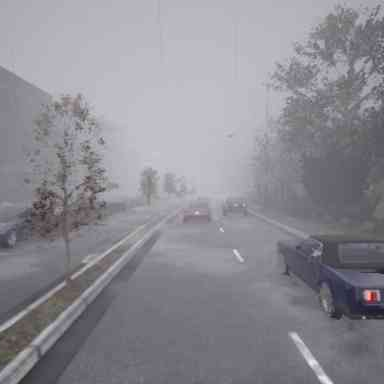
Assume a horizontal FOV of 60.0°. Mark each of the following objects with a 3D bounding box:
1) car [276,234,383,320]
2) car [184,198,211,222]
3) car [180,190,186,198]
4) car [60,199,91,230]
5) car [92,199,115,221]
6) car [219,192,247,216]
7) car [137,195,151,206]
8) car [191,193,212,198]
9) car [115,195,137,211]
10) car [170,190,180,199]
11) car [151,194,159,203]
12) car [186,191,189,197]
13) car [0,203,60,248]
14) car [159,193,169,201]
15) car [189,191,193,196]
[{"bbox_3d":[3.254,1.560,7.190,1.895,1.301,4.718,0,0,0],"label":"car"},{"bbox_3d":[0.433,1.404,24.982,1.994,1.385,4.181,0,0,2],"label":"car"},{"bbox_3d":[-3.907,0.505,80.951,2.435,2.045,5.566,0,1,10],"label":"car"},{"bbox_3d":[-7.904,1.388,20.099,2.002,1.452,4.674,0,0,0],"label":"car"},{"bbox_3d":[-7.874,1.306,25.649,2.231,1.521,4.892,0,0,0],"label":"car"},{"bbox_3d":[3.832,1.155,30.623,2.097,1.767,4.553,0,0,3],"label":"car"},{"bbox_3d":[-7.571,1.152,46.236,2.163,1.488,4.792,0,1,3],"label":"car"},{"bbox_3d":[1.334,1.256,41.444,2.033,1.411,5.357,0,1,4],"label":"car"},{"bbox_3d":[-7.813,1.213,36.641,2.097,1.535,5.008,0,1,1],"label":"car"},{"bbox_3d":[-4.786,0.821,75.477,2.231,1.521,4.892,0,1,9],"label":"car"},{"bbox_3d":[-7.163,1.048,53.265,1.946,1.575,5.366,0,1,5],"label":"car"},{"bbox_3d":[-2.980,0.686,86.284,1.946,1.575,5.366,0,1,11],"label":"car"},{"bbox_3d":[-7.934,1.418,14.522,2.163,1.488,4.792,0,0,0],"label":"car"},{"bbox_3d":[-6.201,0.936,64.241,1.946,1.575,5.366,0,1,7],"label":"car"},{"bbox_3d":[-1.919,0.613,91.747,1.946,1.575,5.366,0,1,12],"label":"car"}]
